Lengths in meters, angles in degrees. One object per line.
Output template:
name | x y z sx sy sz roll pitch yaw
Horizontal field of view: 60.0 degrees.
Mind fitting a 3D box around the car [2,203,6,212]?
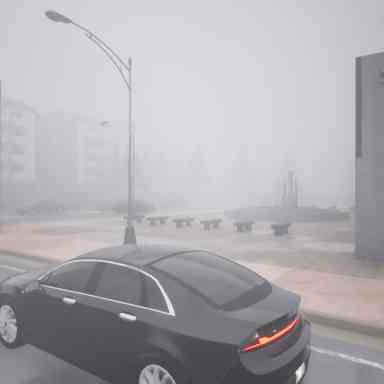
car | -20.246 1.492 31.264 2.128 1.511 4.902 0 0 35

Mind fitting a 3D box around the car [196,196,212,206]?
car | 0.974 1.478 54.273 5.008 1.535 1.882 0 0 -30

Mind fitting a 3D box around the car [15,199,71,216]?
car | -14.879 1.505 32.959 1.837 1.490 4.892 0 0 34

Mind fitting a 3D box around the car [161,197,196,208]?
car | -2.414 1.491 47.624 4.902 1.511 2.128 0 0 -38

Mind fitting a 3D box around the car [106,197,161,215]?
car | -5.806 1.491 33.672 2.128 1.511 4.902 0 0 36

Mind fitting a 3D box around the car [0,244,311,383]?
car | -0.922 1.505 4.649 4.892 1.490 1.837 0 0 35

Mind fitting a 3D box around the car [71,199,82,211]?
car | -15.100 1.526 38.818 1.812 1.442 4.674 0 0 36

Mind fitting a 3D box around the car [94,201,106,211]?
car | -9.670 1.564 40.192 1.994 1.385 4.181 0 0 39

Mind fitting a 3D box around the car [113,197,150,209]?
car | -8.506 1.505 46.892 4.892 1.490 1.837 0 0 -44
